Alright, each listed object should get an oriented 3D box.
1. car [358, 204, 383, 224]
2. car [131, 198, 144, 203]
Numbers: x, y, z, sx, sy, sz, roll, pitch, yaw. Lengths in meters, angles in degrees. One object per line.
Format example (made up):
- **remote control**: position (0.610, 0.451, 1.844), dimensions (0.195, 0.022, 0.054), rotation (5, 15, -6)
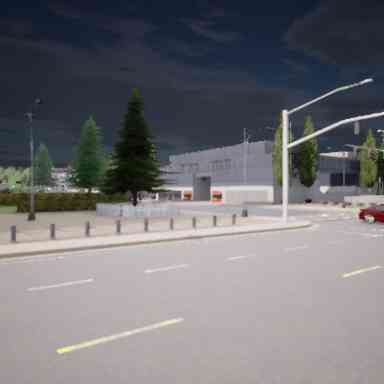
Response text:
- **car**: position (14.068, 1.548, 22.732), dimensions (1.882, 1.535, 5.008), rotation (0, 0, -36)
- **car**: position (-9.843, 1.623, 56.199), dimensions (1.895, 1.301, 4.718), rotation (0, 0, -36)
